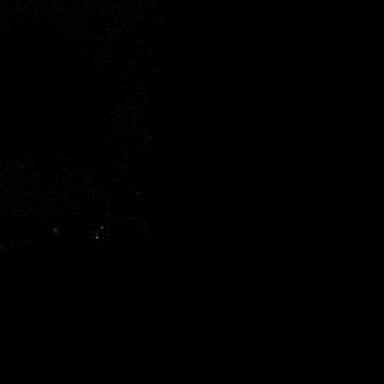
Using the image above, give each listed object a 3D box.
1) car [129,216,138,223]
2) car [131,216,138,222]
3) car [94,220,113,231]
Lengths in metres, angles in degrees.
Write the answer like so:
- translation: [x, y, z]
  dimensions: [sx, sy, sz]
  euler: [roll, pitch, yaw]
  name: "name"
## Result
- translation: [-14.420, 6.809, 82.311]
  dimensions: [2.097, 1.767, 4.553]
  euler: [3, -4, -8]
  name: "car"
- translation: [-15.910, 7.553, 92.213]
  dimensions: [1.812, 1.442, 4.674]
  euler: [3, -4, -8]
  name: "car"
- translation: [-11.259, 4.269, 42.641]
  dimensions: [1.994, 1.385, 4.181]
  euler: [3, -4, -8]
  name: "car"
